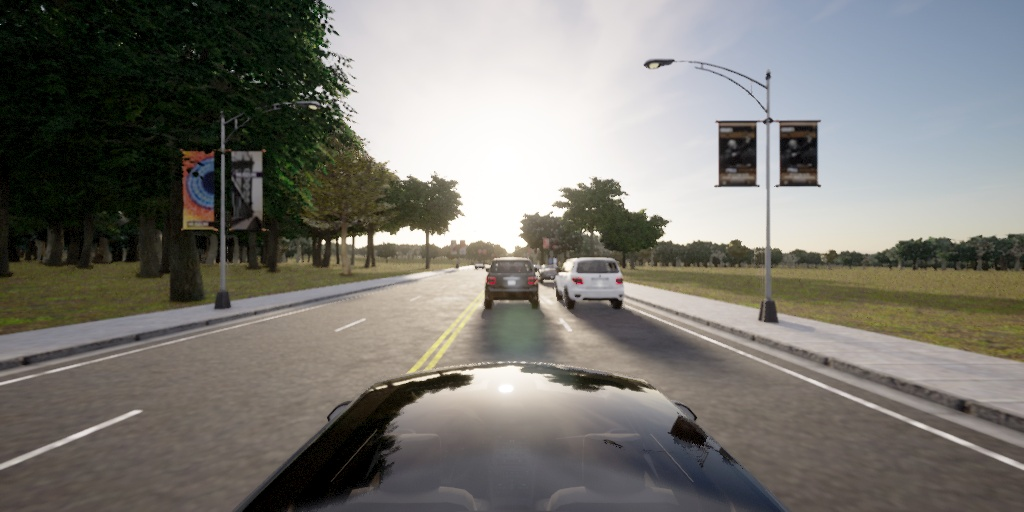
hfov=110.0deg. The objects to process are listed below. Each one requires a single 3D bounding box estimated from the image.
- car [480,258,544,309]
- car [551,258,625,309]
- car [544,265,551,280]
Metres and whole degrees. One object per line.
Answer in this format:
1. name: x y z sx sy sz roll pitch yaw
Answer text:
1. car: -0.011 1.101 15.875 2.150 2.045 5.566 0 0 0
2. car: 3.239 1.101 15.877 2.150 2.045 5.566 0 0 0
3. car: 3.230 1.531 31.160 2.128 1.511 4.902 0 0 0
